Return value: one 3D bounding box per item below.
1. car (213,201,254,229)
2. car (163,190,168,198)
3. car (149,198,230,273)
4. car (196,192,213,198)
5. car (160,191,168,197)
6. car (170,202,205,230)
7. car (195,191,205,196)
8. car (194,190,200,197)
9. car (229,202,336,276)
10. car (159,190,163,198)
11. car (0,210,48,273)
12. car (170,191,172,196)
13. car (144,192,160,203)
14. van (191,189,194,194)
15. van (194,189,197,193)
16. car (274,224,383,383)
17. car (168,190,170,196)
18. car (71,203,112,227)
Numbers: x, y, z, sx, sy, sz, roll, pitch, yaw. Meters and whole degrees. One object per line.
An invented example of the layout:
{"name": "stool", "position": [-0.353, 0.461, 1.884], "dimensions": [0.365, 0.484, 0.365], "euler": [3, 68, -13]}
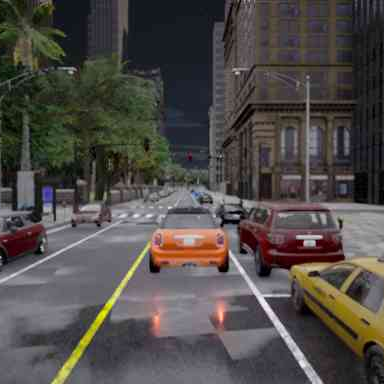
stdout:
{"name": "car", "position": [2.431, 1.342, 20.719], "dimensions": [1.947, 1.339, 4.313], "euler": [0, 1, -1]}
{"name": "car", "position": [-6.963, 0.625, 74.127], "dimensions": [1.967, 1.590, 4.097], "euler": [0, 1, -1]}
{"name": "car", "position": [-0.091, 1.240, 10.460], "dimensions": [2.097, 1.767, 4.553], "euler": [0, 1, -1]}
{"name": "car", "position": [2.002, 1.052, 47.151], "dimensions": [1.947, 1.339, 4.313], "euler": [0, 1, -1]}
{"name": "car", "position": [-7.136, 0.584, 84.797], "dimensions": [1.752, 1.417, 4.829], "euler": [0, 1, -1]}
{"name": "car", "position": [-0.262, 1.384, 20.280], "dimensions": [1.895, 1.301, 4.718], "euler": [0, 1, -1]}
{"name": "car", "position": [1.914, 0.992, 52.570], "dimensions": [1.947, 1.339, 4.313], "euler": [0, 1, -1]}
{"name": "car", "position": [1.823, 0.888, 58.159], "dimensions": [1.752, 1.417, 4.829], "euler": [0, 1, -1]}
{"name": "car", "position": [2.606, 1.208, 9.868], "dimensions": [2.192, 1.841, 5.009], "euler": [0, 1, -1]}
{"name": "car", "position": [-6.699, 0.812, 57.869], "dimensions": [1.967, 1.590, 4.097], "euler": [0, 1, -1]}
{"name": "car", "position": [-5.917, 1.340, 9.746], "dimensions": [1.967, 1.590, 4.097], "euler": [0, 1, -1]}
{"name": "car", "position": [-7.224, 0.519, 90.216], "dimensions": [1.752, 1.417, 4.829], "euler": [0, 1, -1]}
{"name": "car", "position": [-6.611, 0.984, 52.451], "dimensions": [2.008, 1.369, 4.403], "euler": [0, 1, -1]}
{"name": "van", "position": [1.385, 0.391, 85.083], "dimensions": [1.690, 1.788, 3.998], "euler": [0, 1, -1]}
{"name": "van", "position": [1.737, 0.644, 63.406], "dimensions": [1.690, 1.788, 3.998], "euler": [0, 1, -1]}
{"name": "car", "position": [2.693, 1.473, 4.616], "dimensions": [1.752, 1.417, 4.829], "euler": [0, 1, -1]}
{"name": "car", "position": [-7.052, 0.436, 79.545], "dimensions": [2.192, 1.841, 5.009], "euler": [0, 1, -1]}
{"name": "car", "position": [-6.093, 1.366, 20.598], "dimensions": [1.802, 1.307, 4.206], "euler": [0, 1, -1]}
